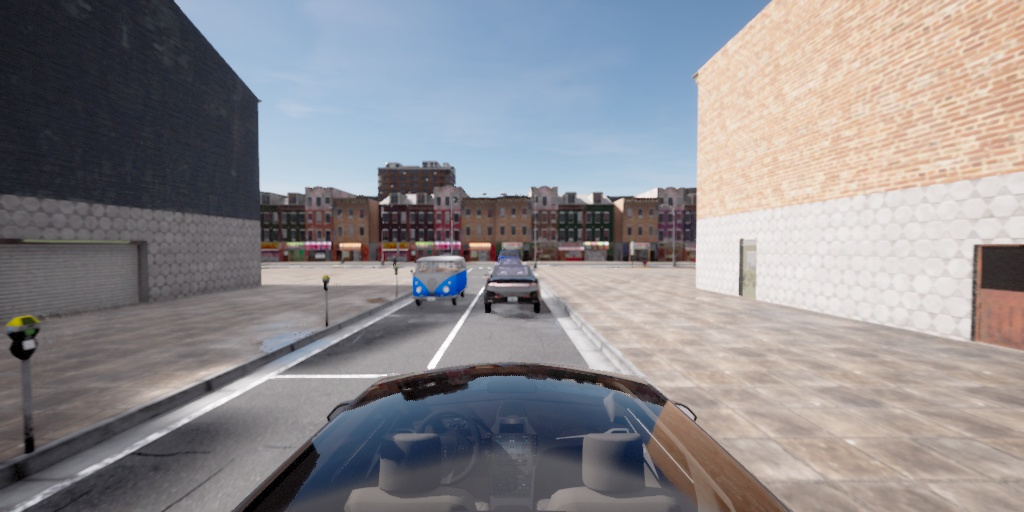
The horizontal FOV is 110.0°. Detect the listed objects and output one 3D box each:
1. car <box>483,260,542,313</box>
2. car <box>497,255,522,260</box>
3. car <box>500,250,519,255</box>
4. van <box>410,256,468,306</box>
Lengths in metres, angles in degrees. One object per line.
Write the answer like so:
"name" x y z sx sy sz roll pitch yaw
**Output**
"car" 0.008 1.053 13.093 2.128 1.511 4.902 0 0 0
"car" -0.083 0.881 24.040 2.128 1.511 4.902 0 1 -1
"car" -0.254 0.442 34.757 2.150 2.045 5.566 0 1 0
"van" -2.735 0.889 14.192 1.690 1.789 3.998 0 0 0
